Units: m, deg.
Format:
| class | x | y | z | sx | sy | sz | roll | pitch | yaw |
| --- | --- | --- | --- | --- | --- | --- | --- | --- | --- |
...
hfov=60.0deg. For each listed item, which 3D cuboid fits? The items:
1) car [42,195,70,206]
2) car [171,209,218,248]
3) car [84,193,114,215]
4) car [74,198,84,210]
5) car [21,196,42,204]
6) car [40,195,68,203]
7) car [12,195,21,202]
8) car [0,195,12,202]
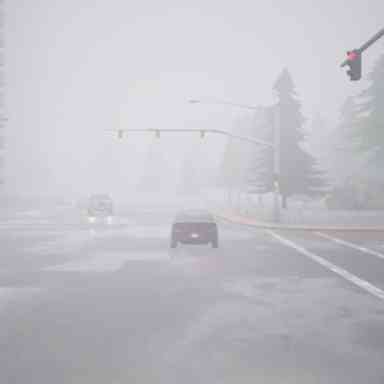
| class | x | y | z | sx | sy | sz | roll | pitch | yaw |
| --- | --- | --- | --- | --- | --- | --- | --- | --- | --- |
| car | -20.143 | 1.328 | 50.063 | 4.902 | 1.511 | 2.128 | 0 | 0 | 43 |
| car | 0.099 | 1.475 | 14.938 | 1.882 | 1.535 | 5.008 | 0 | 0 | 0 |
| car | -9.073 | 1.118 | 32.696 | 2.150 | 2.045 | 5.566 | 0 | 0 | -20 |
| car | -13.451 | 1.413 | 42.046 | 2.033 | 1.411 | 5.357 | 0 | 0 | -33 |
| car | -27.202 | 1.352 | 59.156 | 5.357 | 1.411 | 2.033 | 0 | 0 | 23 |
| car | -25.825 | 1.275 | 62.366 | 5.008 | 1.535 | 1.882 | 0 | 0 | 23 |
| car | -35.652 | 1.245 | 65.835 | 4.181 | 1.385 | 1.994 | 0 | 0 | 9 |
| car | -37.304 | 1.211 | 62.597 | 5.008 | 1.535 | 1.882 | 0 | 0 | 9 |
